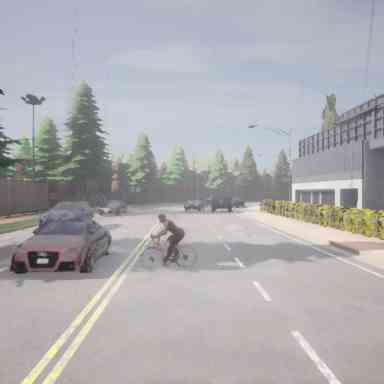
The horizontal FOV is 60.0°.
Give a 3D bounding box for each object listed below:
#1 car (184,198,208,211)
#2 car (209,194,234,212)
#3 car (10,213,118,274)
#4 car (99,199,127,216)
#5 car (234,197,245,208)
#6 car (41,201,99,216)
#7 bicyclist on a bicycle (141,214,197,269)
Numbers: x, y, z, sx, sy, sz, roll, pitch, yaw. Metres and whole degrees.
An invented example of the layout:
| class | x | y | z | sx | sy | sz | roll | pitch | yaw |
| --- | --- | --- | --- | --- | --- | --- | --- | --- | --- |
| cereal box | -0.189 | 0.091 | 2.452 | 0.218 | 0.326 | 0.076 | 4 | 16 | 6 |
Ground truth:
| class | x | y | z | sx | sy | sz | roll | pitch | yaw |
| --- | --- | --- | --- | --- | --- | --- | --- | --- | --- |
| car | 0.362 | 1.601 | 40.361 | 1.895 | 1.301 | 4.718 | 0 | 0 | 10 |
| car | 3.465 | 1.221 | 38.142 | 2.150 | 2.045 | 5.566 | 0 | 0 | 7 |
| car | -3.830 | 1.564 | 10.432 | 1.994 | 1.385 | 4.181 | 0 | 0 | -1 |
| car | -7.631 | 1.492 | 32.384 | 2.128 | 1.511 | 4.902 | 0 | 0 | 2 |
| car | 6.245 | 1.491 | 48.136 | 2.128 | 1.511 | 4.902 | 0 | 0 | 25 |
| car | -7.556 | 1.352 | 20.501 | 2.097 | 1.767 | 4.553 | 0 | 0 | -1 |
| bicyclist on a bicycle | -0.687 | 1.455 | 9.702 | 1.656 | 1.620 | 0.582 | -2 | 0 | -1 |
